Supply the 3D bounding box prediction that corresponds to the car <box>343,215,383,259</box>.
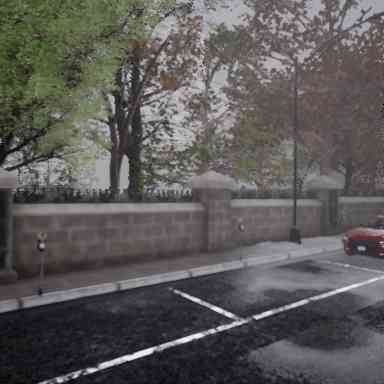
[{"bbox_3d":[7.067,1.487,11.584,4.507,1.381,1.887,0,1,-35],"label":"car"}]
